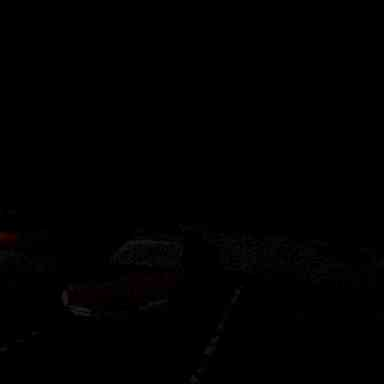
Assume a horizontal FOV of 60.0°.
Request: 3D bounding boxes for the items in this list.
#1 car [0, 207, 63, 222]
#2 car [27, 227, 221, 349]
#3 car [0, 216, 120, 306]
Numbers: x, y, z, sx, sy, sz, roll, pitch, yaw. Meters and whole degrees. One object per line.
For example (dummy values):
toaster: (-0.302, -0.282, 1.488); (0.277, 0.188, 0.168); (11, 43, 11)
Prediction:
car: (-5.489, 1.371, 10.059); (2.185, 1.767, 4.553); (0, -1, 16)
car: (-0.619, 1.530, 6.534); (2.002, 1.452, 4.674); (1, -1, 16)
car: (-3.069, 1.521, 8.251); (2.163, 1.488, 4.792); (0, -1, 16)
